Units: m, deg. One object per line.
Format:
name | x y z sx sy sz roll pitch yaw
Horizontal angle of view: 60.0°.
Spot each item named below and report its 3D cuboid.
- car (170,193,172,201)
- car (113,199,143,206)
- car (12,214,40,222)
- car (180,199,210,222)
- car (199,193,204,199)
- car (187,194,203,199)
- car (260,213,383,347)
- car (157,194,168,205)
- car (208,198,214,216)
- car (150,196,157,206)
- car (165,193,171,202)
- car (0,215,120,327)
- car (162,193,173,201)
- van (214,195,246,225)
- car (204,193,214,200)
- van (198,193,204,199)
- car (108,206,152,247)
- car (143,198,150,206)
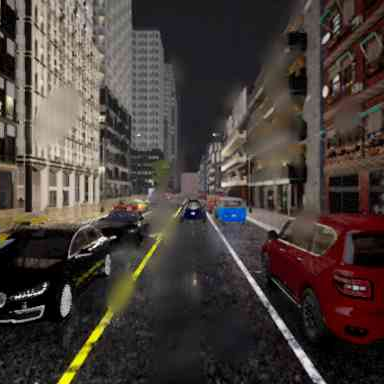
car | -5.729 1.279 72.880 1.967 1.590 4.097 0 0 0
car | -5.707 1.370 28.472 1.967 1.590 4.097 0 0 0
car | -5.698 1.495 11.650 1.752 1.417 4.829 0 0 0
car | 0.087 1.500 25.862 1.994 1.385 4.181 0 0 0
car | 2.645 1.134 83.986 2.192 1.841 5.009 0 0 0
car | 0.072 1.382 45.887 2.128 1.511 4.902 0 0 0
car | 2.684 1.299 6.274 2.192 1.841 5.009 0 0 0
car | -5.721 1.421 56.226 2.008 1.369 4.403 0 0 0
car | 2.674 1.481 28.477 2.008 1.369 4.403 0 0 0
car | -5.712 1.456 39.574 2.008 1.369 4.403 0 0 0
car | -5.726 1.431 67.329 1.802 1.307 4.206 0 0 0
car | -3.090 1.488 7.270 1.837 1.490 4.892 0 0 0
car | -5.732 1.143 78.430 2.192 1.841 5.009 0 0 0
van | 2.676 1.284 22.926 1.690 1.788 3.998 0 0 0
car | 2.670 1.233 34.028 2.192 1.841 5.009 0 0 0
van | 2.640 1.141 95.089 1.690 1.788 3.998 0 0 0
car | -3.008 1.526 14.671 1.994 1.385 4.181 0 0 0
car | -5.710 1.443 33.853 1.752 1.417 4.829 0 0 0
